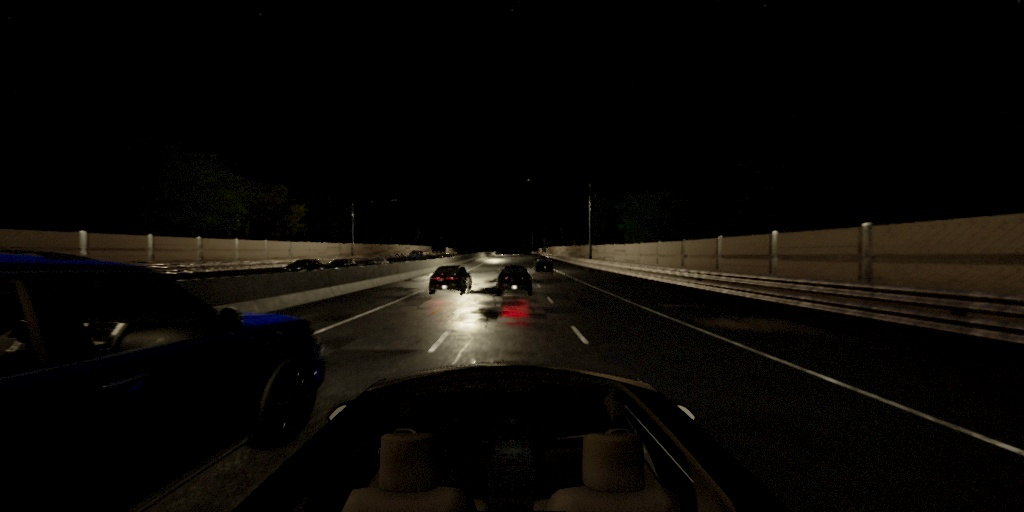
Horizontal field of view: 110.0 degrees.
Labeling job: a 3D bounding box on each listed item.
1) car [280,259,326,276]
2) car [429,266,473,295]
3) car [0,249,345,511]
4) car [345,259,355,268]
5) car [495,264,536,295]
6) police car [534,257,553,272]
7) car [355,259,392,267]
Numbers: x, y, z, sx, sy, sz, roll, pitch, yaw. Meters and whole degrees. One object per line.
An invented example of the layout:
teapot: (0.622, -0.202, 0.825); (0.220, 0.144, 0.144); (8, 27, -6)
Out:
car: (-21.030, 1.083, 36.392); (1.837, 1.490, 4.892); (0, 1, 0)
car: (-3.369, 1.274, 20.290); (1.837, 1.490, 4.892); (0, 1, 0)
car: (-3.402, 0.970, 2.117); (2.150, 2.045, 5.566); (0, -1, 0)
car: (-17.530, 1.082, 36.809); (1.837, 1.490, 4.892); (0, 1, 0)
car: (0.131, 1.279, 20.253); (1.837, 1.490, 4.892); (0, 1, 0)
police car: (3.570, 0.971, 41.205); (1.930, 1.638, 5.238); (0, 1, 0)
car: (-14.030, 1.064, 37.451); (2.128, 1.511, 4.902); (0, 1, 0)
